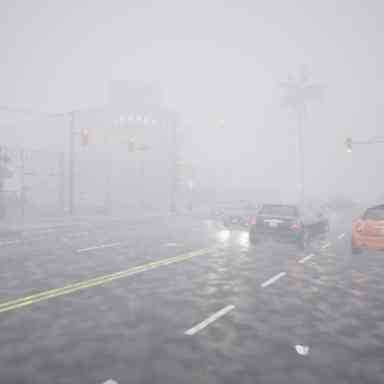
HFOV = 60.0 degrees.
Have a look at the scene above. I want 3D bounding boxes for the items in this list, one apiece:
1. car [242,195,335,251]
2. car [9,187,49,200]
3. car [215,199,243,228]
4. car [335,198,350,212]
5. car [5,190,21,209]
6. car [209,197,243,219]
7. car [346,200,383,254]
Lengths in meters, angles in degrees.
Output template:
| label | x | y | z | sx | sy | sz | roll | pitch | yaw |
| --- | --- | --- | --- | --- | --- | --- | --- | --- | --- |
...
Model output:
| label | x | y | z | sx | sy | sz | roll | pitch | yaw |
| --- | --- | --- | --- | --- | --- | --- | --- | --- | --- |
| car | 4.161 | 1.190 | 13.771 | 2.097 | 1.767 | 4.553 | 1 | 1 | 35 |
| car | -27.625 | 0.165 | 56.602 | 2.435 | 2.045 | 5.566 | 1 | 1 | 35 |
| car | 3.406 | 1.321 | 19.034 | 1.994 | 1.385 | 4.181 | 1 | 1 | 36 |
| car | 14.450 | 1.265 | 32.786 | 4.718 | 1.301 | 1.895 | 0 | 1 | -40 |
| car | -16.588 | 0.687 | 28.767 | 2.185 | 1.767 | 4.553 | 1 | 1 | 35 |
| car | 3.120 | 1.179 | 24.607 | 1.837 | 1.490 | 4.892 | 1 | 1 | 37 |
| car | 7.319 | 1.242 | 12.181 | 2.097 | 1.767 | 4.553 | 1 | 1 | 35 |
